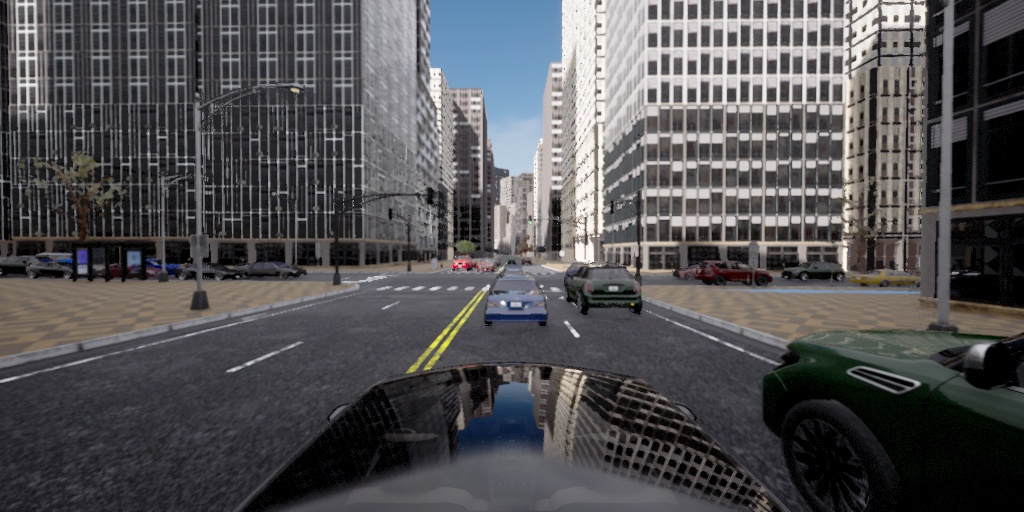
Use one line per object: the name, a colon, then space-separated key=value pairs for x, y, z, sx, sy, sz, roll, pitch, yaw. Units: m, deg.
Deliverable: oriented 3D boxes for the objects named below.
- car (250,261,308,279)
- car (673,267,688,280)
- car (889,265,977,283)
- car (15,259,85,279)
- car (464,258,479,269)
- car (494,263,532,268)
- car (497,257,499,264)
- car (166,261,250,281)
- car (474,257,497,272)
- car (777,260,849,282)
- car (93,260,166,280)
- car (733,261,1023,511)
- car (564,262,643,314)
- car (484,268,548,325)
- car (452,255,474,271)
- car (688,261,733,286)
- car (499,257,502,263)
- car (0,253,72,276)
car: x=-19.911 y=1.139 z=29.571 sx=5.357 sy=1.411 sz=2.033 roll=1 pitch=1 yaw=1
car: x=16.711 y=1.432 z=32.148 sx=4.181 sy=1.385 sz=1.994 roll=1 pitch=1 yaw=2
car: x=37.209 y=1.595 z=31.805 sx=5.357 sy=1.411 sz=2.033 roll=0 pitch=1 yaw=1
car: x=-34.097 y=1.071 z=27.227 sx=4.313 sy=1.339 sz=1.948 roll=0 pitch=0 yaw=1
car: x=-6.561 y=1.183 z=58.381 sx=1.882 sy=1.535 sz=5.008 roll=0 pitch=0 yaw=1
car: x=0.108 y=1.364 z=23.351 sx=1.994 sy=1.385 sz=4.181 roll=0 pitch=-1 yaw=0
car: x=-3.332 y=1.236 z=54.729 sx=1.812 sy=1.442 sz=4.674 roll=0 pitch=0 yaw=0
car: x=-22.732 y=1.176 z=26.920 sx=4.313 sy=1.339 sz=1.948 roll=0 pitch=0 yaw=1
car: x=-3.315 y=1.072 z=45.884 sx=2.097 sy=1.767 sz=4.553 roll=0 pitch=0 yaw=-1
car: x=26.746 y=1.308 z=31.985 sx=4.553 sy=1.767 sz=2.097 roll=1 pitch=1 yaw=1
car: x=-28.416 y=1.140 z=27.053 sx=4.207 sy=1.307 sz=1.802 roll=0 pitch=0 yaw=1
car: x=3.351 y=0.974 z=0.878 sx=2.150 sy=2.045 sz=5.566 roll=0 pitch=0 yaw=0
car: x=3.349 y=1.095 z=13.964 sx=2.097 sy=1.767 sz=4.553 roll=0 pitch=0 yaw=0
car: x=0.101 y=1.292 z=11.742 sx=2.033 sy=1.411 sz=5.357 roll=0 pitch=0 yaw=0
car: x=-6.590 y=0.939 z=48.037 sx=2.150 sy=2.045 sz=5.566 roll=0 pitch=0 yaw=0
car: x=16.193 y=1.272 z=26.394 sx=5.009 sy=1.841 sz=2.192 roll=0 pitch=0 yaw=1
car: x=-3.258 y=1.050 z=64.833 sx=2.097 sy=1.767 sz=4.553 roll=0 pitch=0 yaw=0
car: x=-39.801 y=0.763 z=29.982 sx=4.553 sy=1.767 sz=2.097 roll=1 pitch=1 yaw=1
